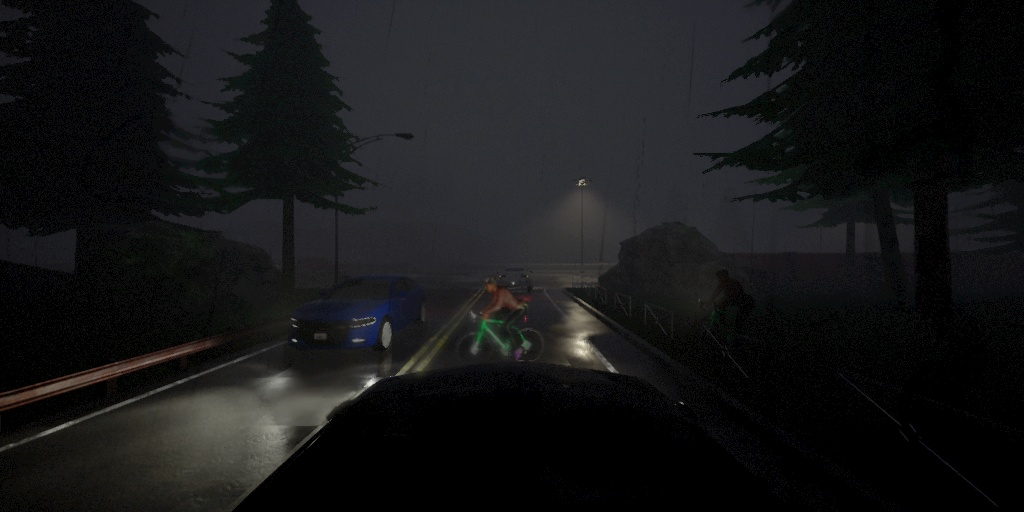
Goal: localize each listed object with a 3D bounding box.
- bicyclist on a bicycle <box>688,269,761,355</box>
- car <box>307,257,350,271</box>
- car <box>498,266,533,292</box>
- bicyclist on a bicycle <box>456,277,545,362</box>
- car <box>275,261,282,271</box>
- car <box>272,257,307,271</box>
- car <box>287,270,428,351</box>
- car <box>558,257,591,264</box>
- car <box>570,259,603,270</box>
[{"bbox_3d":[4.101,1.088,6.835,1.656,1.620,0.582,5,-1,-13],"label":"bicyclist on a bicycle"},{"bbox_3d":[-20.994,1.152,39.700,5.566,2.045,2.150,0,0,0],"label":"car"},{"bbox_3d":[0.256,1.324,21.358,1.812,1.442,4.674,0,-3,4],"label":"car"},{"bbox_3d":[-0.204,1.195,6.471,1.656,1.620,0.582,-2,0,-12],"label":"bicyclist on a bicycle"},{"bbox_3d":[-21.930,1.410,29.191,5.008,1.535,1.882,0,0,0],"label":"car"},{"bbox_3d":[-22.326,1.153,32.688,5.566,2.045,2.150,0,0,0],"label":"car"},{"bbox_3d":[-3.558,1.224,9.209,1.882,1.535,5.008,0,0,1],"label":"car"},{"bbox_3d":[10.242,1.138,57.640,5.566,2.045,2.150,0,0,0],"label":"car"},{"bbox_3d":[11.052,1.448,50.648,4.674,1.442,1.812,0,0,0],"label":"car"}]
